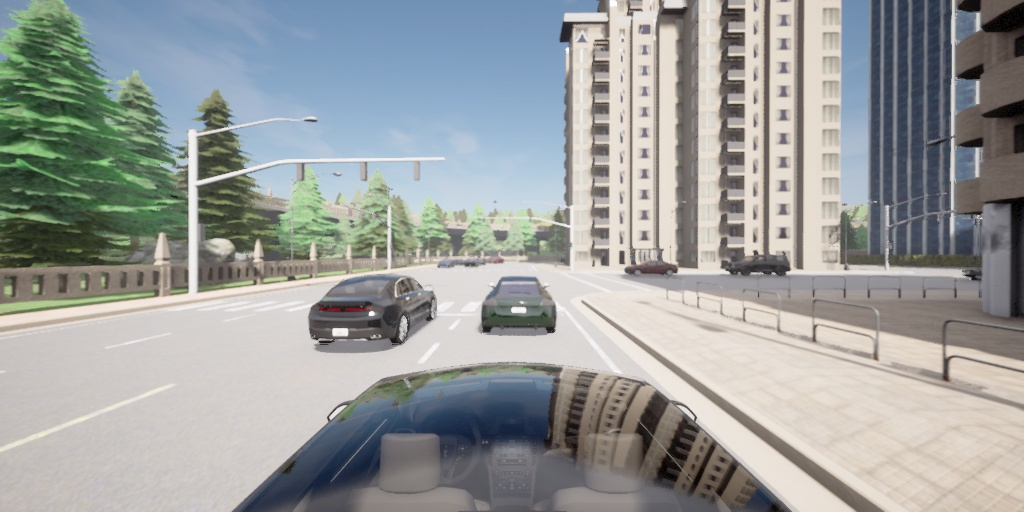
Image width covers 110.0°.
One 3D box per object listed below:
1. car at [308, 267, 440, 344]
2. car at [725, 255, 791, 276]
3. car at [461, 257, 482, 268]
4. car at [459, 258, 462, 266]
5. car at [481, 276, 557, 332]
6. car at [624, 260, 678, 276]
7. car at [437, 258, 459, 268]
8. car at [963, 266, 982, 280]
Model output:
[{"bbox_3d":[-3.315,1.222,9.432,1.837,1.490,4.892,0,1,1],"label":"car"},{"bbox_3d":[23.902,0.898,34.894,5.566,2.045,2.150,0,0,1],"label":"car"},{"bbox_3d":[-6.210,1.122,55.766,1.895,1.301,4.718,0,0,2],"label":"car"},{"bbox_3d":[-9.465,1.055,62.731,1.994,1.385,4.181,0,0,4],"label":"car"},{"bbox_3d":[0.206,1.276,10.744,1.994,1.385,4.181,0,0,1],"label":"car"},{"bbox_3d":[13.522,1.150,34.936,5.008,1.535,1.882,0,0,0],"label":"car"},{"bbox_3d":[-9.768,1.077,53.515,2.033,1.411,5.357,0,0,1],"label":"car"},{"bbox_3d":[38.244,1.313,27.680,4.718,1.301,1.895,0,0,0],"label":"car"}]
